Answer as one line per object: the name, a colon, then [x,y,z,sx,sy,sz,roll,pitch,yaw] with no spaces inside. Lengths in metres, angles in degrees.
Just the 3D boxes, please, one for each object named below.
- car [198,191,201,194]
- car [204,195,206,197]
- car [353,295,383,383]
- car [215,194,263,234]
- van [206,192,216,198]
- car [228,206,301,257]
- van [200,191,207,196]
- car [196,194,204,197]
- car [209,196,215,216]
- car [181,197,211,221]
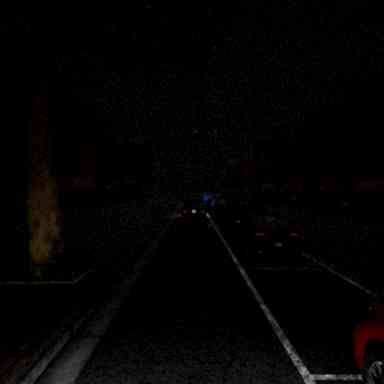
car: [2.710,0.977,67.810,1.967,1.590,4.097,1,0,0]
car: [2.684,1.281,40.108,1.947,1.339,4.313,1,0,0]
car: [2.651,1.305,1.321,2.192,1.841,5.009,1,0,0]
car: [2.666,1.187,17.944,2.192,1.841,5.009,1,0,0]
van: [2.682,1.095,34.566,1.690,1.788,3.998,1,0,0]
car: [2.658,1.456,12.404,1.887,1.381,4.507,1,0,0]
van: [2.701,0.945,56.728,1.690,1.788,3.998,1,0,0]
car: [0.136,1.305,41.590,1.895,1.301,4.718,0,0,0]
car: [2.674,1.338,29.027,1.887,1.381,4.507,1,0,0]
car: [0.122,1.368,25.186,2.033,1.411,5.357,0,0,0]
